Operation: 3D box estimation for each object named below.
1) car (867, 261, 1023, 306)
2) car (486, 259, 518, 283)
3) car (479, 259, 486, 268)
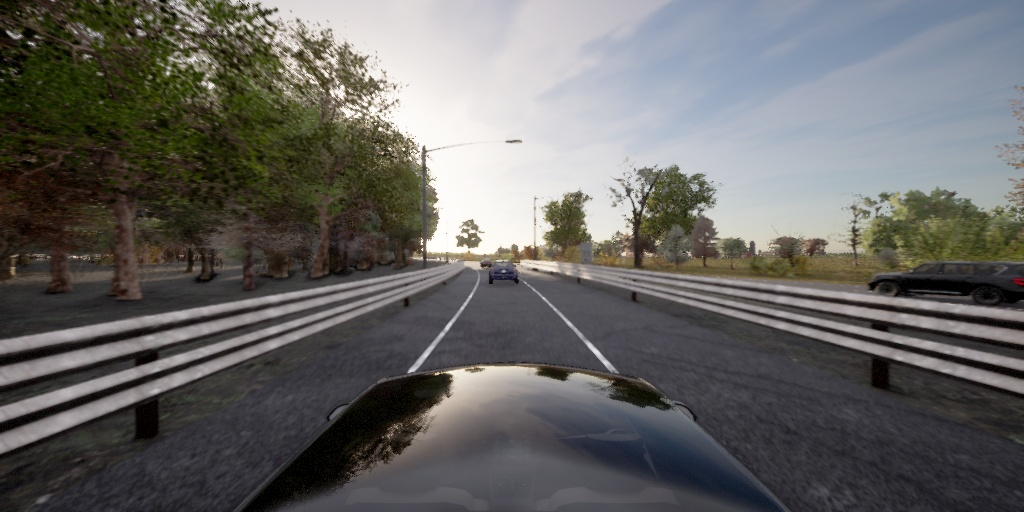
[{"bbox_3d":[21.493,1.257,17.740,2.150,2.045,5.566,0,0,-22],"label":"car"},{"bbox_3d":[-0.748,1.099,27.581,2.097,1.767,4.553,0,0,-4],"label":"car"},{"bbox_3d":[-4.302,1.241,59.266,1.837,1.490,4.892,0,0,-9],"label":"car"}]
